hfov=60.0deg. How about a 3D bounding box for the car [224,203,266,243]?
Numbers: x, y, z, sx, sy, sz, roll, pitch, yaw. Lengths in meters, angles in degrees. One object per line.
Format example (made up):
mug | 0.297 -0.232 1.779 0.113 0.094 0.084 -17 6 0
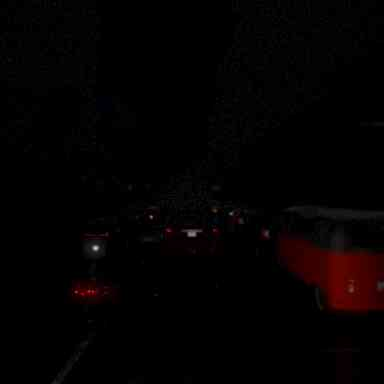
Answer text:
car | 3.231 1.538 18.604 2.185 1.767 4.553 0 -1 0

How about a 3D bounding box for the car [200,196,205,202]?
car | 3.233 2.096 62.702 2.231 1.521 4.892 0 -1 0

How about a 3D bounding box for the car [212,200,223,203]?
car | 3.234 1.772 29.552 2.231 1.521 4.892 0 -1 0

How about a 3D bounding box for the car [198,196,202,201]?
car | 3.227 1.954 73.914 2.435 2.045 5.566 0 -1 0

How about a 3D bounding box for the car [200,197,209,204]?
car | 3.221 2.187 84.903 2.185 1.767 4.553 0 -1 0

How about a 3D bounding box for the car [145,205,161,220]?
car | -3.237 1.809 28.762 1.812 1.442 4.674 0 0 0

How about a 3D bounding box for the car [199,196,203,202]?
car | 3.232 2.150 68.228 2.231 1.521 4.892 0 -1 0

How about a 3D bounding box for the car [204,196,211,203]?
car | 3.241 1.807 46.104 2.185 1.767 4.553 0 -1 0

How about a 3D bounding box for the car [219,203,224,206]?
car | 3.233 1.756 24.031 2.002 1.452 4.674 0 -1 0

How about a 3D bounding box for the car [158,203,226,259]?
car | 0.006 1.483 13.403 2.097 1.767 4.553 0 -1 0

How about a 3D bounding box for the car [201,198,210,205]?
car | 3.224 2.258 79.594 1.946 1.575 5.366 0 -1 0

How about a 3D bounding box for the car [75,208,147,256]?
car | -3.242 1.643 13.626 1.837 1.490 4.892 0 0 0

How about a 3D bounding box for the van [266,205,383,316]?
van | 3.228 1.330 7.703 1.878 1.987 4.442 0 -1 0

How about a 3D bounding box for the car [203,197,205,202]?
car | 3.240 1.986 51.845 1.946 1.575 5.366 0 -1 0

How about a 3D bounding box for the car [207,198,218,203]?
car | 3.236 1.878 40.793 1.946 1.575 5.366 0 -1 0
